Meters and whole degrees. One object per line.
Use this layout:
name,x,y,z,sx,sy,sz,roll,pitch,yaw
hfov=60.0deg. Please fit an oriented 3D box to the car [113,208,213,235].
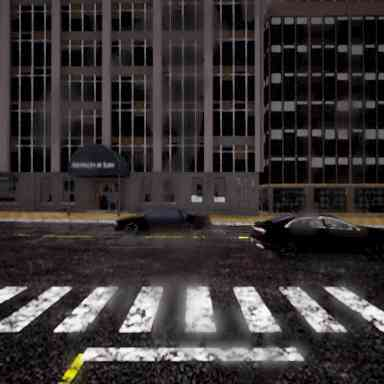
car,-1.540,1.586,18.510,5.357,1.411,2.033,0,0,1

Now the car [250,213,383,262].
car,4.541,1.516,11.724,4.902,1.511,2.128,1,0,1
